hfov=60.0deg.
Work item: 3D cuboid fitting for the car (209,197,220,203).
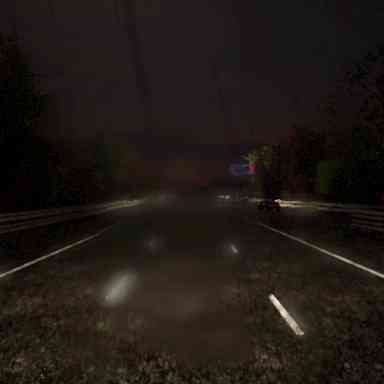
[{"bbox_3d":[6.380,2.131,88.741,1.882,1.535,5.008,0,0,-1],"label":"car"}]

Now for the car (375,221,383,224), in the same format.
[{"bbox_3d":[14.127,1.928,21.749,1.994,1.385,4.181,0,0,-13],"label":"car"}]

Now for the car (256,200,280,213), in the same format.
[{"bbox_3d":[9.783,1.836,43.191,1.837,1.490,4.892,0,0,-9],"label":"car"}]

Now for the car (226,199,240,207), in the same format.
[{"bbox_3d":[7.488,1.970,60.912,2.033,1.411,5.357,0,0,-4],"label":"car"}]
